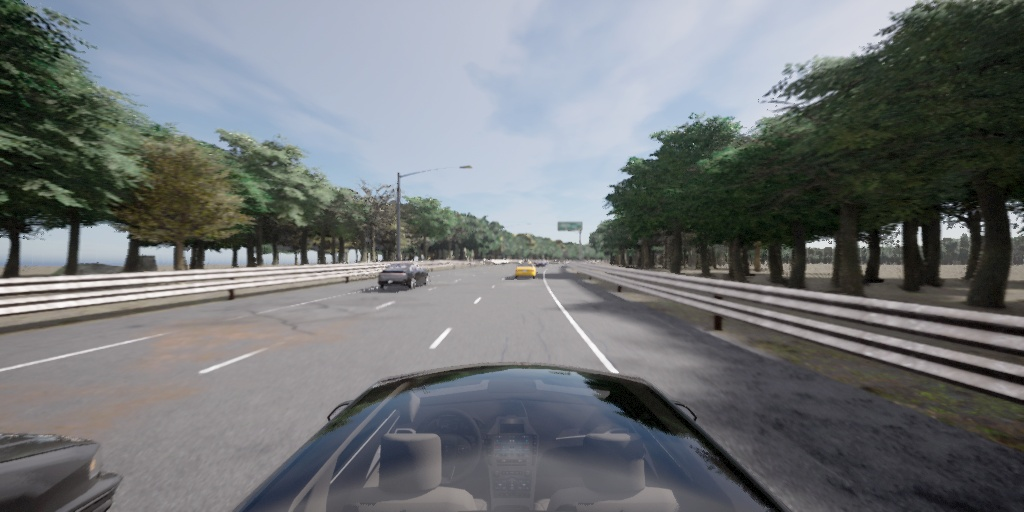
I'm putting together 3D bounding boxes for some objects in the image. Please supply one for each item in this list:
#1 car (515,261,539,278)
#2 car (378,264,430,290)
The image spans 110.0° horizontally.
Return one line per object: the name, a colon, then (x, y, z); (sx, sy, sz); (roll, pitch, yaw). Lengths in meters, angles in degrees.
car: (1.303, 1.203, 33.139); (1.801, 1.575, 5.366); (0, 0, 5)
car: (-6.469, 1.205, 21.912); (2.128, 1.511, 4.902); (0, 0, 3)
